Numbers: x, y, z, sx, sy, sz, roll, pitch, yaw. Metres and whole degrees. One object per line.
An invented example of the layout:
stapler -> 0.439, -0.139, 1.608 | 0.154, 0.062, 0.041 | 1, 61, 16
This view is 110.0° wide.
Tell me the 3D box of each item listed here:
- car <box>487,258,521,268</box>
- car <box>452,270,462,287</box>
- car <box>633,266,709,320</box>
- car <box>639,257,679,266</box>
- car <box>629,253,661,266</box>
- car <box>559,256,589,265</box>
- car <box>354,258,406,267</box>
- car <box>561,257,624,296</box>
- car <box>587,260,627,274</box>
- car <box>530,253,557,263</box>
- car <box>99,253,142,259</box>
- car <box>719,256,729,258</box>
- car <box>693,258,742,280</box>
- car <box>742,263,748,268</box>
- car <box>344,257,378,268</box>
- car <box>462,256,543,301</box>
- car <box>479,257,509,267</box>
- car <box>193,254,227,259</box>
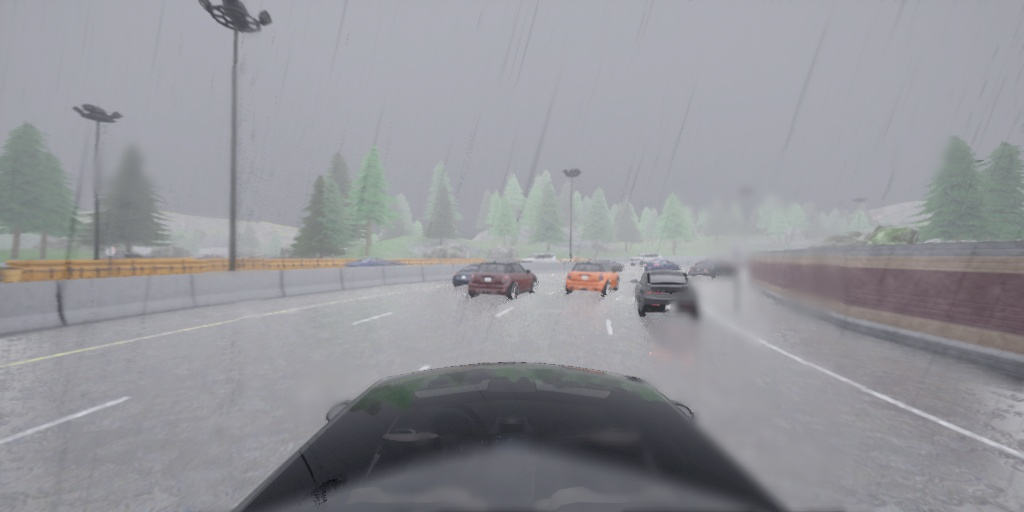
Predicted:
car -> -1.159, 0.982, 51.499 | 4.718, 1.301, 1.895 | 0, 1, -39
car -> -1.880, 1.201, 22.344 | 1.994, 1.385, 4.181 | 1, 0, 26
car -> 5.494, 1.282, 12.994 | 1.837, 1.490, 4.892 | -1, 0, 18
car -> 15.876, 1.067, 37.852 | 4.674, 1.442, 1.812 | 0, 0, -35
car -> 21.124, 0.567, 56.601 | 5.566, 2.045, 2.150 | 0, 1, -24
car -> 10.944, 0.777, 63.448 | 5.008, 1.535, 1.882 | 0, 1, -26
car -> -10.237, 1.062, 29.359 | 1.994, 1.385, 4.181 | 1, 0, 29
car -> 4.488, 1.086, 19.456 | 2.097, 1.767, 4.553 | 1, 0, 26
car -> 10.008, 1.099, 37.671 | 4.181, 1.385, 1.994 | 0, 1, -41
car -> 3.376, 0.663, 46.002 | 5.566, 2.045, 2.150 | -1, 1, -39
car -> -35.862, 0.510, 32.634 | 2.097, 1.767, 4.553 | 1, 0, -16
car -> 20.759, 1.036, 36.798 | 5.008, 1.535, 1.882 | 0, 0, -31
car -> 16.906, 1.163, 30.151 | 5.357, 1.411, 2.033 | 0, 1, -38
car -> 29.996, 0.730, 49.049 | 4.553, 1.767, 2.097 | -1, 1, -24
car -> -14.328, 0.883, 36.366 | 1.882, 1.535, 5.008 | 1, 0, 33
car -> -0.281, 1.033, 17.310 | 2.097, 1.767, 4.553 | 1, 0, 21
car -> -2.751, 0.909, 54.658 | 4.181, 1.385, 1.994 | 0, 1, -39
car -> -39.945, 0.611, 48.093 | 1.994, 1.385, 4.181 | 1, 0, -13
